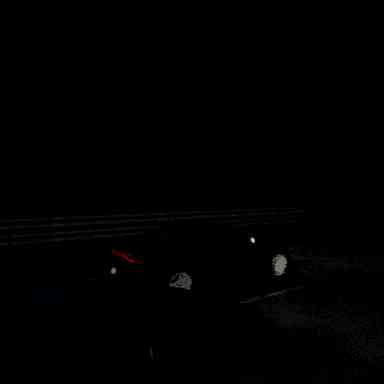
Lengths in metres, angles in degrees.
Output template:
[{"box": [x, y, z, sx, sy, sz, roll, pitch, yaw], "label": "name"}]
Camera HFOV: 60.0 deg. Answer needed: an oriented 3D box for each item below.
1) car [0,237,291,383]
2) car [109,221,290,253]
[{"box": [-1.355, 1.477, 2.778, 5.008, 1.535, 1.882, 0, 0, -36], "label": "car"}, {"box": [0.384, 1.475, 8.319, 5.008, 1.535, 1.882, 0, 0, -36], "label": "car"}]
